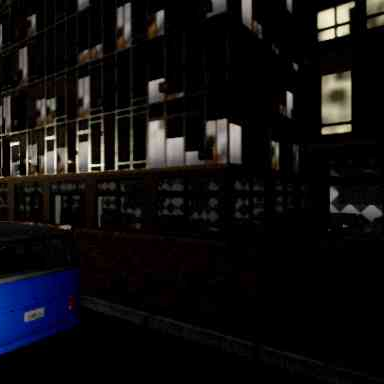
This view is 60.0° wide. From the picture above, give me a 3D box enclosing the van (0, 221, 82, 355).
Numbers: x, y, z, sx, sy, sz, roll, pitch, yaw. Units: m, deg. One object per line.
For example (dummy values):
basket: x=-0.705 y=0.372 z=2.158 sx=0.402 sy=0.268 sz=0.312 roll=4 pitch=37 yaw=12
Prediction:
van: x=-3.563 y=1.374 z=5.423 sx=3.998 sy=1.788 sz=1.690 roll=0 pitch=0 yaw=36
